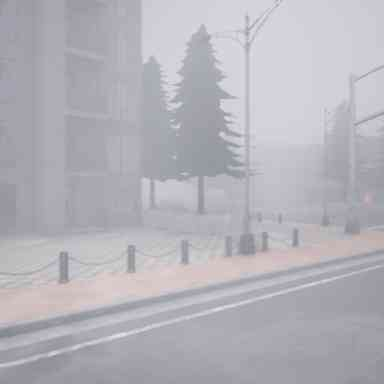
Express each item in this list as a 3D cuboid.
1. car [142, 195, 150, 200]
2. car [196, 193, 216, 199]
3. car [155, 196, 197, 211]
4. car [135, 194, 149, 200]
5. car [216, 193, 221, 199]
[{"bbox_3d":[-11.263,1.402,80.537,1.845,1.501,3.633,0,0,-37],"label":"car"},{"bbox_3d":[3.731,1.133,91.517,1.932,1.855,4.605,0,0,-37],"label":"car"},{"bbox_3d":[-2.017,1.514,39.369,2.128,1.511,4.902,0,0,-37],"label":"car"},{"bbox_3d":[-13.300,1.414,88.270,1.970,1.475,3.806,0,0,-37],"label":"car"},{"bbox_3d":[5.816,1.114,93.582,1.905,1.878,3.866,0,0,-37],"label":"car"}]
